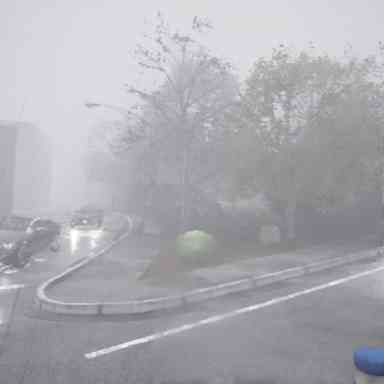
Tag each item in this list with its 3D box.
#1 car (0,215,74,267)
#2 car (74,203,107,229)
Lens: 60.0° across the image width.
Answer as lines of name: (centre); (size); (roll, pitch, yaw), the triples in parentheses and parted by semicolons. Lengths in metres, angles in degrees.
car: (-6.341, 1.624, 12.156); (2.128, 1.511, 4.902); (2, 0, -2)
car: (-7.246, 1.765, 23.520); (1.994, 1.385, 4.181); (2, -1, -9)
